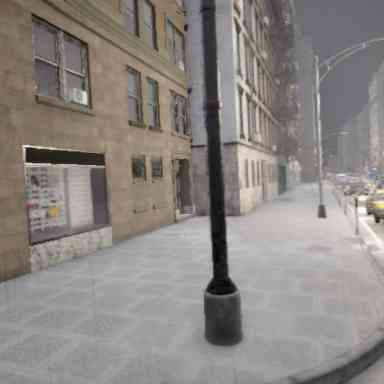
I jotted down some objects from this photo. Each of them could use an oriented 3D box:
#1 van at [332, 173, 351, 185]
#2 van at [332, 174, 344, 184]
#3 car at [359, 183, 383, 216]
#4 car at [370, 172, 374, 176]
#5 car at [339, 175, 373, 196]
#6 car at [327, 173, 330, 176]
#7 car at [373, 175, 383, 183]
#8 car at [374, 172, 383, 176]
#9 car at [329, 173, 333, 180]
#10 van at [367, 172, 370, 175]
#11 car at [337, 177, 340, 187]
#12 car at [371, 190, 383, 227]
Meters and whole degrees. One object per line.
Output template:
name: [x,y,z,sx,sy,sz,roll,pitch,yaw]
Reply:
van: [22.661,-1.781,50.441,1.690,1.788,3.998,-2,2,21]
van: [26.567,-2.374,60.506,1.690,1.788,3.998,-2,2,21]
car: [8.939,0.488,15.063,1.752,1.417,4.829,-2,2,21]
car: [38.029,-3.009,67.630,1.947,1.339,4.313,-2,2,21]
car: [14.855,-0.497,30.315,1.967,1.590,4.097,-2,2,21]
car: [32.425,-3.290,75.602,2.192,1.841,5.009,-2,2,21]
car: [16.787,-0.405,27.940,1.837,1.490,4.892,-2,3,21]
car: [36.069,-2.733,62.599,1.887,1.381,4.507,-2,2,21]
car: [24.613,-2.104,55.472,2.192,1.841,5.009,-2,2,21]
van: [41.935,-3.828,77.681,1.690,1.788,3.998,-2,2,21]
car: [16.751,-0.699,35.193,1.752,1.417,4.829,-2,2,21]
car: [7.049,0.801,10.190,2.008,1.369,4.403,-2,2,21]
